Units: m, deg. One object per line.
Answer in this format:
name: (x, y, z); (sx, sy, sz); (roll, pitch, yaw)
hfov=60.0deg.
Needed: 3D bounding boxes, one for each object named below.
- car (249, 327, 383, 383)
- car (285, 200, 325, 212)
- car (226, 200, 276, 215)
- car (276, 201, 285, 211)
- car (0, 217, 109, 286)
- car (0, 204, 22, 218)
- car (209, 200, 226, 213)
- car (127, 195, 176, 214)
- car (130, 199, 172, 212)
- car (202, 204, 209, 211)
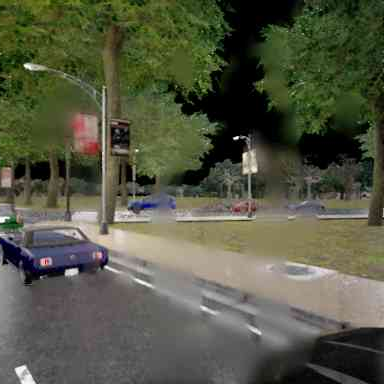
car: (2.388, 1.478, 1.219); (1.882, 1.535, 5.008); (0, 0, -38)
car: (15.027, 1.825, 43.333); (4.674, 1.442, 1.812); (0, 0, -14)
car: (6.636, 1.765, 37.546); (4.674, 1.442, 1.812); (0, 0, -15)
car: (13.225, 1.862, 46.219); (4.181, 1.385, 1.994); (0, 0, -15)
car: (-4.226, 1.617, 9.630); (1.895, 1.301, 4.718); (0, 0, -38)
car: (-10.324, 1.381, 17.397); (2.097, 1.767, 4.553); (0, 0, -38)
car: (5.046, 1.731, 40.693); (4.902, 1.511, 2.128); (0, 0, -15)
car: (-4.622, 1.407, 38.131); (5.566, 2.045, 2.150); (0, 0, -15)
car: (-5.163, 1.683, 41.347); (4.902, 1.511, 2.128); (0, 0, -15)
car: (3.663, 1.766, 43.685); (4.674, 1.442, 1.812); (0, 0, -15)
